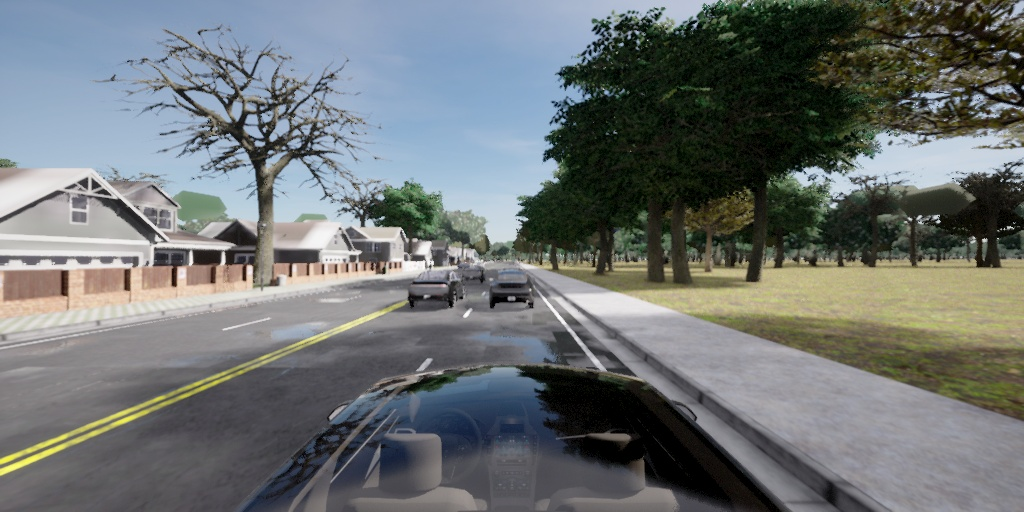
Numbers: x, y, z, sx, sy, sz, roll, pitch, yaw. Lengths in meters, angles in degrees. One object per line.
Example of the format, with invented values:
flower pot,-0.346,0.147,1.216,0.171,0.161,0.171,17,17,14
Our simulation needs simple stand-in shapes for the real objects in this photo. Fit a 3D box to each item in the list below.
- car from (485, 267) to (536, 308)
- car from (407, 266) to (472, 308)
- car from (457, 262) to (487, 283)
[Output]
car,-0.004,1.392,16.146,1.837,1.490,4.892,0,0,0
car,-3.254,1.377,16.138,2.128,1.511,4.902,0,0,0
car,-3.263,1.523,31.150,2.128,1.511,4.902,0,0,0
